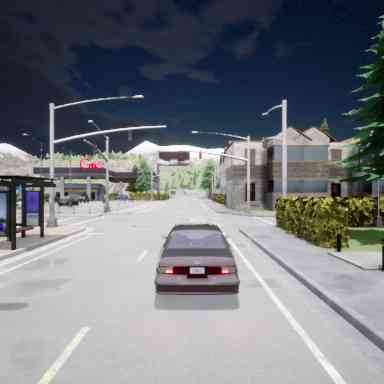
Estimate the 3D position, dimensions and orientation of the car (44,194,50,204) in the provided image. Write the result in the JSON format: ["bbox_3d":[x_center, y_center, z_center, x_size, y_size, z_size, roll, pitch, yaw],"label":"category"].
[{"bbox_3d":[-25.884,1.289,61.061,1.932,1.855,4.605,0,0,0],"label":"car"}]

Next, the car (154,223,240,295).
[{"bbox_3d":[0.101,1.547,8.871,2.033,1.411,5.357,0,0,0],"label":"car"}]

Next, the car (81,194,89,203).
[{"bbox_3d":[-22.618,1.268,68.937,1.905,1.878,3.866,0,0,0],"label":"car"}]

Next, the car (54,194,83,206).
[{"bbox_3d":[-18.917,1.489,51.068,2.007,1.523,4.514,0,0,0],"label":"car"}]

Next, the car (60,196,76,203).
[{"bbox_3d":[-25.944,1.552,69.540,1.970,1.475,3.806,0,0,0],"label":"car"}]
